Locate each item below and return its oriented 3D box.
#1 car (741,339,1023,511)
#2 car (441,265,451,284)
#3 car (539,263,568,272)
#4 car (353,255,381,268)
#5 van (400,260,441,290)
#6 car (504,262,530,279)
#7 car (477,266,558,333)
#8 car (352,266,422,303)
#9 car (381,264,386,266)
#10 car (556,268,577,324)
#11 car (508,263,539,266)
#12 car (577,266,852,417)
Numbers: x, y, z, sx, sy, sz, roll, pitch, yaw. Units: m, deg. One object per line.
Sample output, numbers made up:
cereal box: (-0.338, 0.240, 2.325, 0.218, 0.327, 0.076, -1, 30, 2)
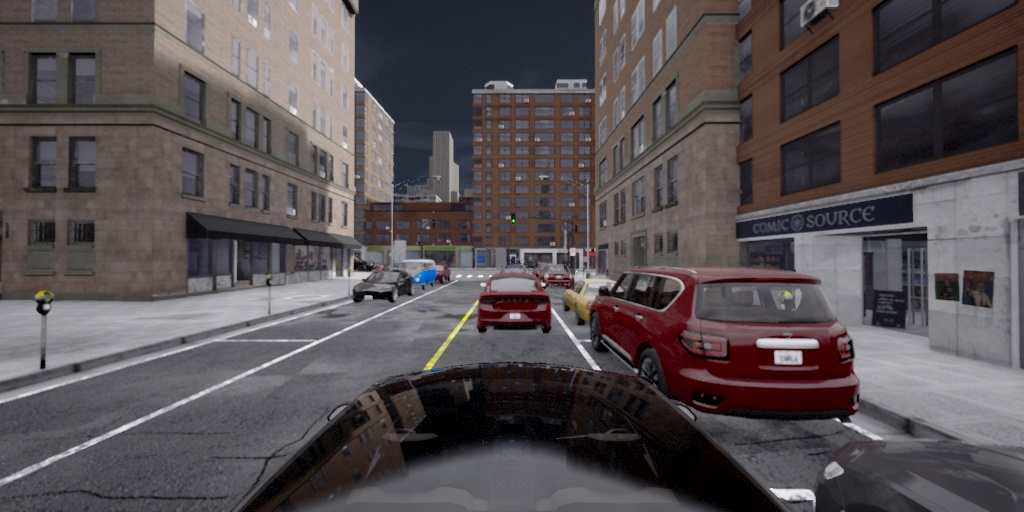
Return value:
car: (2.668, 1.300, 0.381, 2.007, 1.370, 4.403, 0, 0, 0)
car: (-5.860, 1.323, 27.793, 1.888, 1.381, 4.507, 0, 0, 0)
car: (2.666, 1.211, 22.310, 1.967, 1.591, 4.097, 0, 0, 0)
car: (-18.397, 0.838, 40.707, 5.566, 2.045, 2.150, 0, -1, 0)
van: (-5.860, 1.112, 22.311, 1.690, 1.789, 3.998, 0, 0, 0)
car: (0.541, 1.337, 34.352, 1.994, 1.385, 4.181, 0, 1, 9)
car: (0.038, 1.235, 10.787, 1.882, 1.535, 5.008, 0, 0, -1)
car: (-5.859, 1.330, 16.828, 1.948, 1.339, 4.313, 0, 0, 0)
car: (-17.488, 1.222, 43.946, 4.181, 1.385, 1.994, 0, -1, 0)
car: (2.667, 1.283, 11.515, 1.751, 1.417, 4.829, 0, 0, 0)
car: (0.098, 1.260, 19.583, 2.128, 1.511, 4.902, 0, 0, 0)
car: (2.668, 1.067, 5.862, 2.192, 1.841, 5.009, 0, 0, 0)
